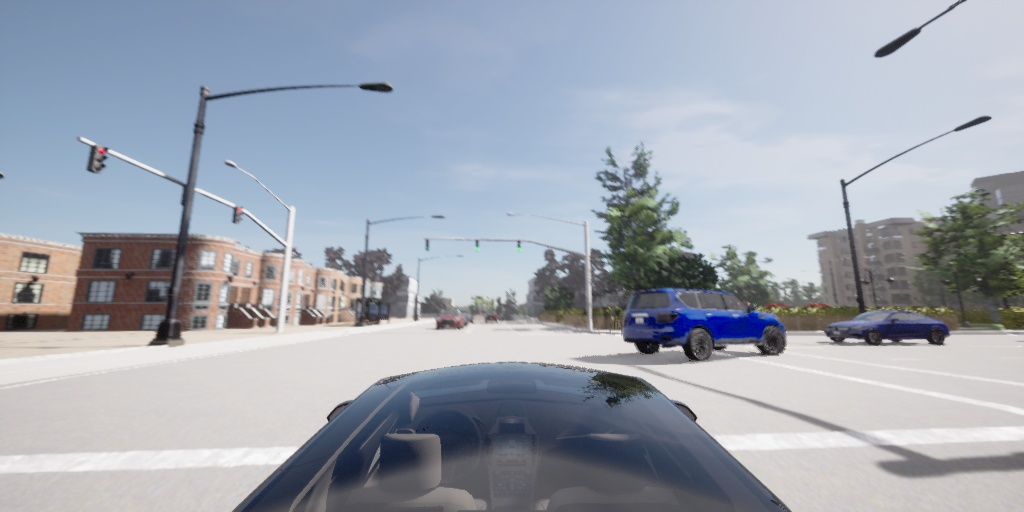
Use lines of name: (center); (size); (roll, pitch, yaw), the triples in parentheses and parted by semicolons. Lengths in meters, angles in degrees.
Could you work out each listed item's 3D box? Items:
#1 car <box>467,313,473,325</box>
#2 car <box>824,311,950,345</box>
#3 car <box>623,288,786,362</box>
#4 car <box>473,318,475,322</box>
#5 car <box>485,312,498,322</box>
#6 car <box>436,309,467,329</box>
car: (-5.978, 7.260, 41.352); (2.033, 1.411, 5.357); (0, -9, -3)
car: (16.693, 3.171, 16.053); (4.674, 1.442, 1.812); (1, -9, -3)
car: (6.186, 2.150, 11.581); (5.566, 2.045, 2.150); (4, -11, -24)
car: (-6.466, 8.792, 51.037); (1.812, 1.442, 4.674); (0, -9, -3)
car: (-3.222, 9.550, 56.069); (1.882, 1.535, 5.008); (0, -9, -3)
car: (-5.444, 5.551, 31.930); (2.097, 1.767, 4.553); (0, -9, -3)
